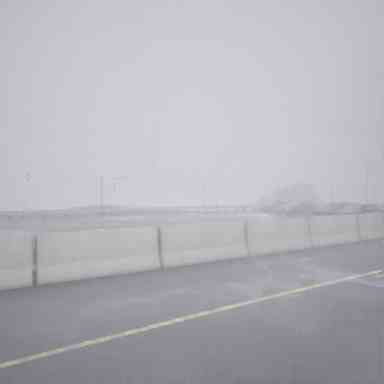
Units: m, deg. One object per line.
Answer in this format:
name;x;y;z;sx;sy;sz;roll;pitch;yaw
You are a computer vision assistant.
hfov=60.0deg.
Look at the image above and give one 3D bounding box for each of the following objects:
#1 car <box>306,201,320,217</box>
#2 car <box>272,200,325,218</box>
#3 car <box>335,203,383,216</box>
car;12.211;1.529;27.480;5.357;1.411;2.033;0;0;-27
car;9.645;1.499;30.048;4.674;1.442;1.812;0;0;-27
car;11.576;1.512;23.176;4.674;1.442;1.812;0;0;-28
